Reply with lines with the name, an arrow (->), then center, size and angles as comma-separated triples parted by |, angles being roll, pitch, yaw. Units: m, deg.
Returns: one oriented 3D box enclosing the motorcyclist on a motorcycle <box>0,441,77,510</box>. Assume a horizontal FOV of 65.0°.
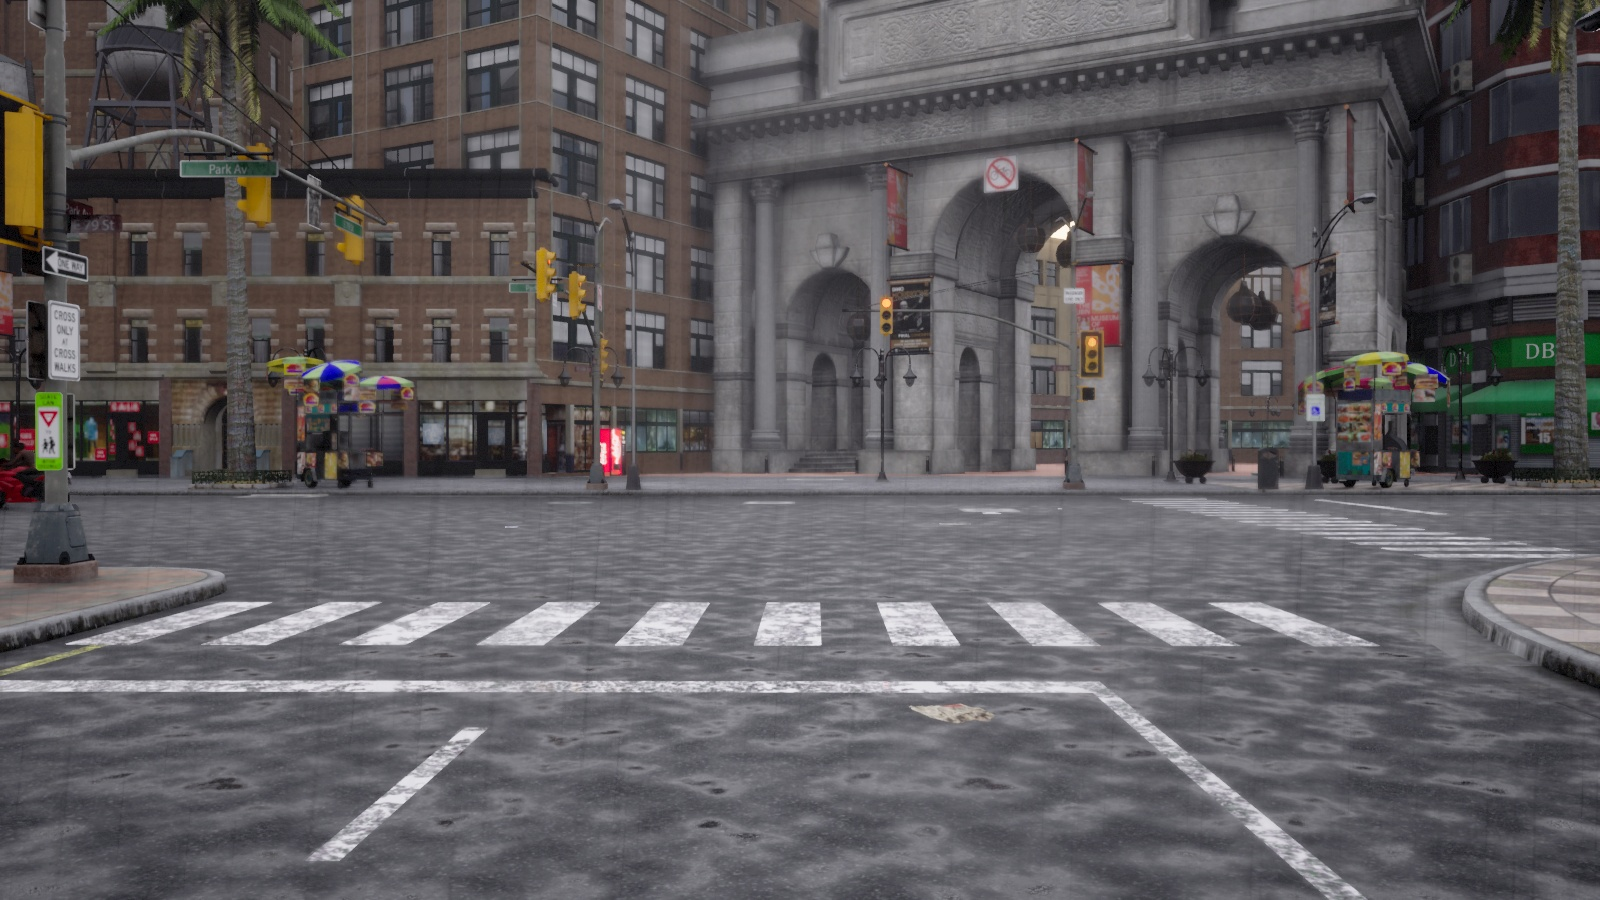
motorcyclist on a motorcycle -> -17.406, 0.556, 28.060 | 2.044, 1.523, 0.797 | 0, 0, 1
